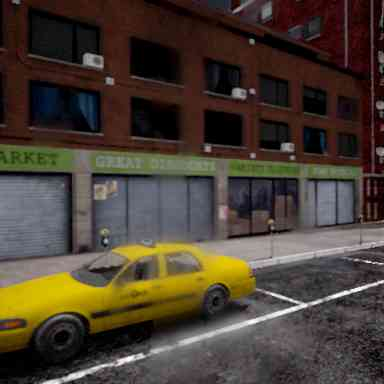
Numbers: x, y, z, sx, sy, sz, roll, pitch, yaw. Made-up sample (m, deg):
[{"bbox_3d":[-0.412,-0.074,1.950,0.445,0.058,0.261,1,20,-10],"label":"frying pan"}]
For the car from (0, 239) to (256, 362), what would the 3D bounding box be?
[{"bbox_3d":[-1.004,1.548,5.860,4.829,1.417,1.752,1,-1,-35],"label":"car"}]
